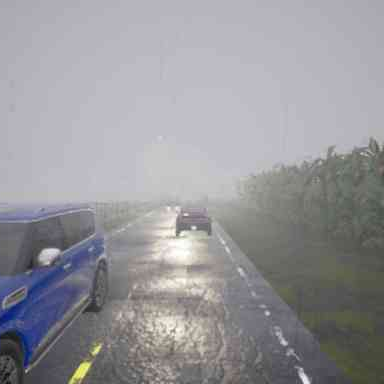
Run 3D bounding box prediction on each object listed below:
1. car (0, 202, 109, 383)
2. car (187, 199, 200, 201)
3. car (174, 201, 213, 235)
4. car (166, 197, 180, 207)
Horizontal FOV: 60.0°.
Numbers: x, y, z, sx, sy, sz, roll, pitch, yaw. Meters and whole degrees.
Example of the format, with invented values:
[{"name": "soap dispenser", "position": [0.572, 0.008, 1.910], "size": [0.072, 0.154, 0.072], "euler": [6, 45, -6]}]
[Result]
[{"name": "car", "position": [-2.751, 1.213, 4.664], "size": [2.150, 2.045, 5.566], "euler": [0, 0, 0]}, {"name": "car", "position": [0.082, 1.493, 40.658], "size": [1.994, 1.385, 4.181], "euler": [0, 0, 0]}, {"name": "car", "position": [0.090, 1.471, 18.373], "size": [1.837, 1.490, 4.892], "euler": [0, 0, 0]}, {"name": "car", "position": [-2.773, 1.482, 50.481], "size": [1.994, 1.385, 4.181], "euler": [0, 0, 0]}]
